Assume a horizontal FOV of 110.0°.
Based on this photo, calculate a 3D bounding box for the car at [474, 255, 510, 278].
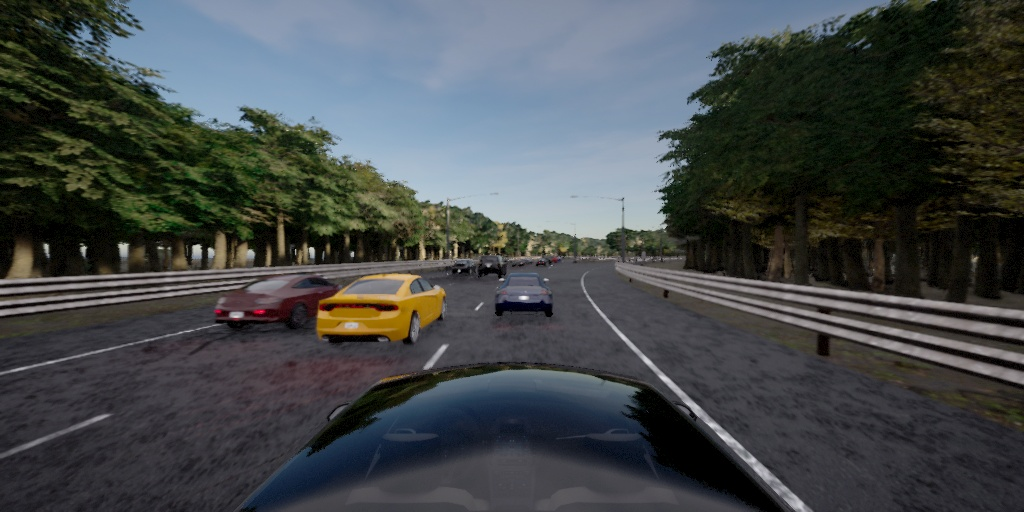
[{"bbox_3d":[-1.812,0.954,34.055,2.150,2.045,5.566,0,0,5],"label":"car"}]

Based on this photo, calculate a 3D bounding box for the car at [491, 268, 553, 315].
[{"bbox_3d":[0.450,1.317,13.563,1.994,1.385,4.181,0,0,2],"label":"car"}]

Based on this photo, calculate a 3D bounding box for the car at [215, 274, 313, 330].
[{"bbox_3d":[-6.584,1.257,10.977,1.812,1.442,4.674,0,0,2],"label":"car"}]

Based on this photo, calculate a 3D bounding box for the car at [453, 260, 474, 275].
[{"bbox_3d":[-4.995,1.210,38.039,1.837,1.490,4.892,0,0,5],"label":"car"}]

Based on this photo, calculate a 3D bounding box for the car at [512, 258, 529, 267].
[{"bbox_3d":[1.306,1.266,62.079,1.895,1.301,4.718,0,0,8],"label":"car"}]

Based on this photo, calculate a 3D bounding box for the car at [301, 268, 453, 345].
[{"bbox_3d":[-3.081,1.219,9.516,1.882,1.535,5.008,0,0,2],"label":"car"}]
